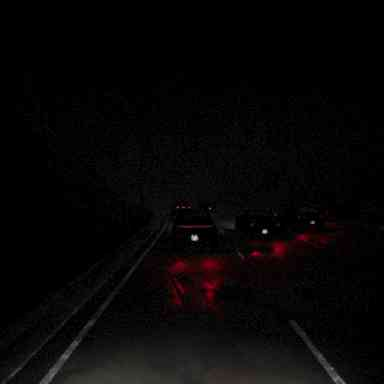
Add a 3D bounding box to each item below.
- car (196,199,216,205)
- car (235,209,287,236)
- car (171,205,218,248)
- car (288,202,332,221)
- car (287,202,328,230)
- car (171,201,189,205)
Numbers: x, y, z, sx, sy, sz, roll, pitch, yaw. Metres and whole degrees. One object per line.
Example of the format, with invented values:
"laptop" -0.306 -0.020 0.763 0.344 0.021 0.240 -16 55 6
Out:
"car" 1.629 1.637 40.333 1.837 1.490 4.892 0 0 -9
"car" 3.578 1.662 18.696 1.895 1.301 4.718 0 0 -1
"car" 0.101 1.540 14.995 2.128 1.511 4.902 0 0 0
"car" 10.105 1.619 28.931 1.812 1.442 4.674 0 0 -5
"car" 6.992 1.596 21.730 1.812 1.442 4.674 0 0 -1
"car" -1.258 1.666 36.548 2.033 1.411 5.357 0 0 -8
